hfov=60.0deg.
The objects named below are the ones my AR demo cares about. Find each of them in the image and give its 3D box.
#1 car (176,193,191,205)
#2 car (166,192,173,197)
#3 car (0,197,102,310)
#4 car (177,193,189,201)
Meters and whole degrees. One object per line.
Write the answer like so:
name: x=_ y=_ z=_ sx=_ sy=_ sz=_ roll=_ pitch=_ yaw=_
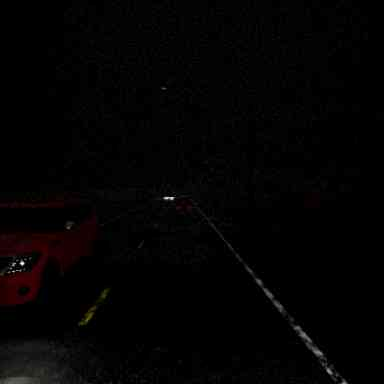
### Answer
car: x=-1.154 y=1.054 z=45.891 sx=1.812 sy=1.442 sz=4.674 roll=-1 pitch=1 yaw=-2
car: x=-5.922 y=0.752 z=87.003 sx=1.895 sy=1.301 sz=4.718 roll=-1 pitch=1 yaw=-2
car: x=-3.779 y=1.195 z=8.053 sx=2.150 sy=2.045 sz=5.566 roll=-1 pitch=1 yaw=-2
car: x=-1.696 y=0.890 z=63.901 sx=2.033 sy=1.411 sz=5.357 roll=-1 pitch=1 yaw=-1
